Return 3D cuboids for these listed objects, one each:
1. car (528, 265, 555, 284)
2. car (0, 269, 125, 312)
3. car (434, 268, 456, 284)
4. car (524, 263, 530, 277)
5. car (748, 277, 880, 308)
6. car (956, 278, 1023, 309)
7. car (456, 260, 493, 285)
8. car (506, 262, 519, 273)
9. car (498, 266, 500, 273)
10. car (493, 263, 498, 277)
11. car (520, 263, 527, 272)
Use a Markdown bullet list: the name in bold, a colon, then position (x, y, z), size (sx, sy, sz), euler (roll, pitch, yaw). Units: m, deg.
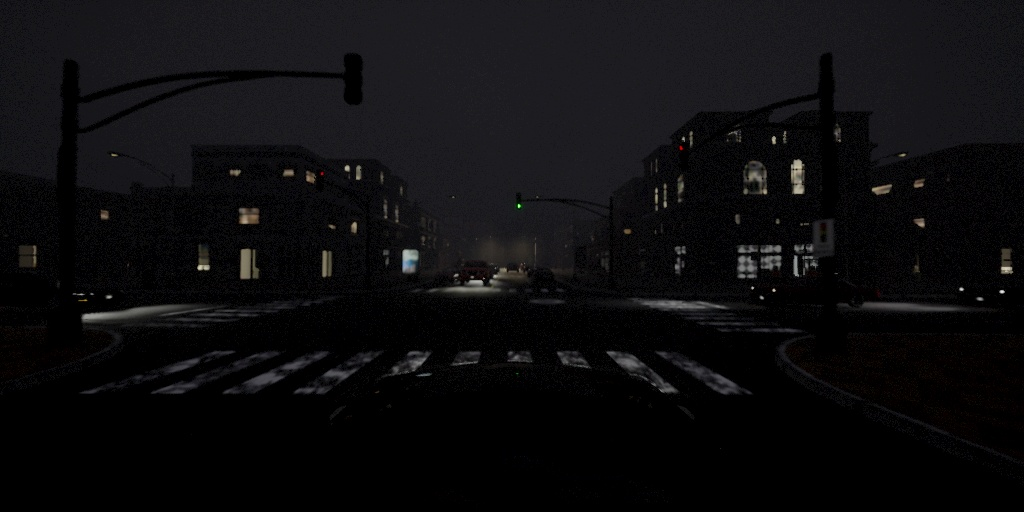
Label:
- **car**: position (2.701, 1.713, 31.447), size (1.948, 1.339, 4.313), euler (0, 0, 0)
- **car**: position (-18.073, 1.336, 13.957), size (4.892, 1.490, 1.837), euler (0, -1, 1)
- **car**: position (-5.680, 1.729, 31.463), size (1.802, 1.307, 4.207), euler (0, 0, 0)
- **car**: position (2.705, 1.877, 42.488), size (1.802, 1.307, 4.207), euler (0, 0, 0)
- **car**: position (13.806, 1.630, 16.648), size (4.718, 1.301, 1.895), euler (0, -1, 1)
- **car**: position (23.755, 1.677, 16.498), size (4.718, 1.301, 1.895), euler (0, -1, 1)
- **car**: position (-3.102, 1.363, 31.012), size (2.150, 2.045, 5.566), euler (0, -1, 1)
- **car**: position (0.123, 1.908, 61.724), size (2.097, 1.767, 4.553), euler (0, -1, 0)
- **car**: position (-3.082, 1.961, 50.070), size (1.994, 1.385, 4.181), euler (0, -1, 0)
- **car**: position (-3.081, 1.765, 40.935), size (2.128, 1.511, 4.902), euler (0, -1, 1)
- **car**: position (2.710, 2.069, 59.053), size (2.007, 1.370, 4.403), euler (0, 0, 0)
